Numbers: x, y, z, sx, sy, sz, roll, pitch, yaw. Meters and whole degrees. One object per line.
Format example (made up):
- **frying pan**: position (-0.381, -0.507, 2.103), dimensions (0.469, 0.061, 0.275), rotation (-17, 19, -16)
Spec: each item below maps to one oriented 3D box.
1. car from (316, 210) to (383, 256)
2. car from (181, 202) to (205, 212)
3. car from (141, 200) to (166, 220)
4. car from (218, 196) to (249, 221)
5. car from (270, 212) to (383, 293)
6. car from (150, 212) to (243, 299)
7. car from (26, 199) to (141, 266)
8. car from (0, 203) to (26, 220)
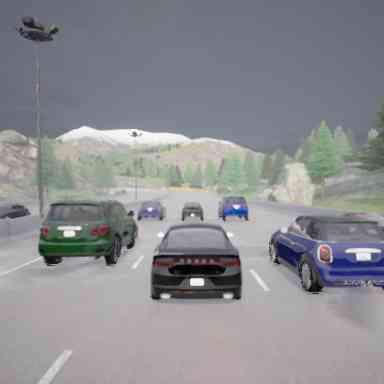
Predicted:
- **car**: position (7.080, 1.581, 14.172), dimensions (1.812, 1.442, 4.674), rotation (0, 0, 0)
- **car**: position (0.055, 1.663, 29.721), dimensions (1.837, 1.490, 4.892), rotation (0, 0, 0)
- **car**: position (-3.445, 1.511, 29.450), dimensions (2.097, 1.767, 4.553), rotation (0, 0, 0)
- **car**: position (3.556, 1.373, 29.112), dimensions (2.150, 2.045, 5.566), rotation (0, 0, 0)
- **car**: position (3.588, 1.381, 9.087), dimensions (2.097, 1.767, 4.553), rotation (0, 0, 0)
- **car**: position (0.088, 1.506, 8.535), dimensions (1.882, 1.535, 5.008), rotation (0, 0, 0)
- **car**: position (-3.417, 1.271, 11.937), dimensions (2.150, 2.045, 5.566), rotation (0, 0, 0)
- **car**: position (-14.085, 1.646, 25.188), dimensions (1.837, 1.490, 4.892), rotation (0, -1, 0)
